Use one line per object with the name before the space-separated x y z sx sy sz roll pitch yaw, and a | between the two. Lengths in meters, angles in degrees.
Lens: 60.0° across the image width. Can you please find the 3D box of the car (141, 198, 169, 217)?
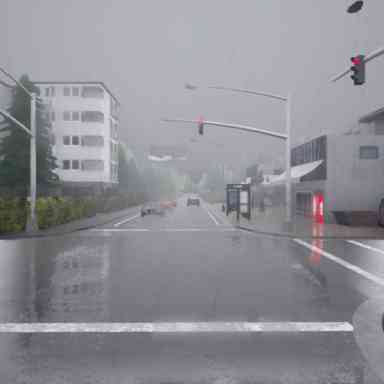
car | -3.522 1.564 30.989 1.994 1.385 4.181 0 0 0

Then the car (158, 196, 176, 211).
car | -3.490 1.352 40.690 2.097 1.767 4.553 0 0 0

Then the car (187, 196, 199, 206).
car | 0.241 1.477 53.922 1.882 1.535 5.008 0 0 1
